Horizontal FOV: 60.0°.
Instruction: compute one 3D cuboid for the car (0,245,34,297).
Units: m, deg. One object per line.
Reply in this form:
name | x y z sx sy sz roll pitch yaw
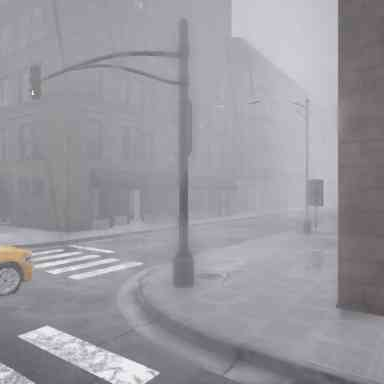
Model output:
car | -5.664 1.496 6.376 1.882 1.535 5.008 0 0 35
